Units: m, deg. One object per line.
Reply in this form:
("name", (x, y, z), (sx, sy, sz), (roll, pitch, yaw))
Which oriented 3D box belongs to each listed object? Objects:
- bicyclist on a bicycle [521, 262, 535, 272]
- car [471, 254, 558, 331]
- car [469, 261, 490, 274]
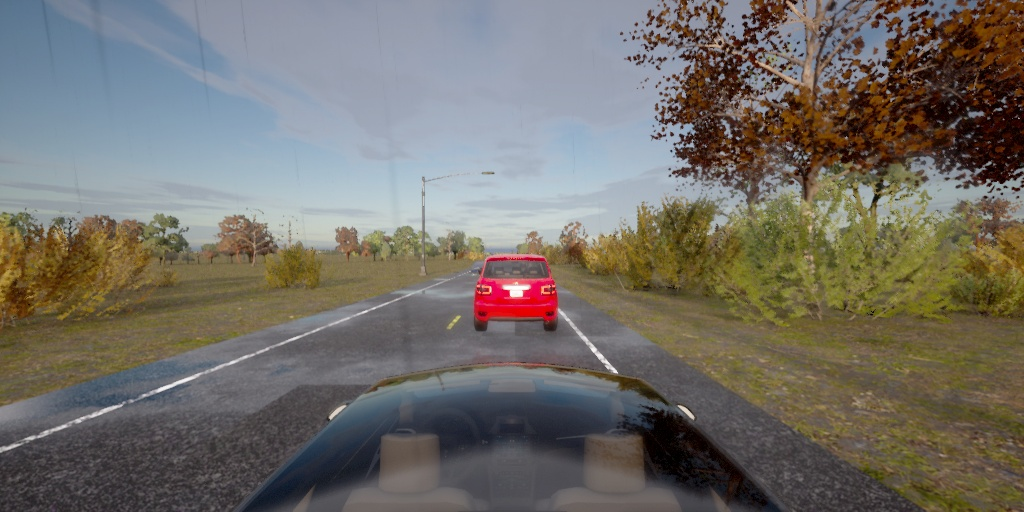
("bicyclist on a bicycle", (0.945, 1.120, 18.773), (0.659, 1.776, 1.843), (0, 0, 0))
("car", (0.093, 0.971, 11.067), (2.150, 2.045, 5.566), (0, 0, 0))
("car", (-3.737, 1.299, 42.284), (2.033, 1.411, 5.357), (0, 0, -1))
